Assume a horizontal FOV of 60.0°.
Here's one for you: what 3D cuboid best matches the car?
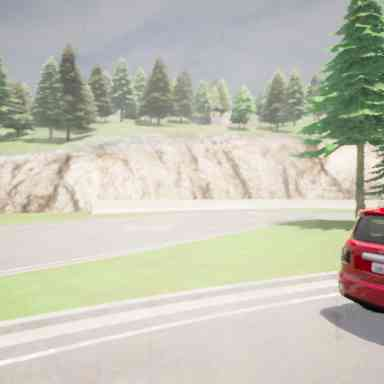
[{"bbox_3d":[5.307,1.275,6.275,5.566,2.045,2.150,0,0,-26],"label":"car"}]
